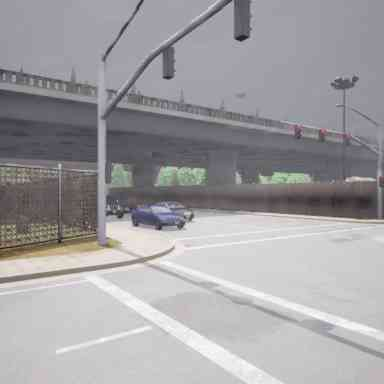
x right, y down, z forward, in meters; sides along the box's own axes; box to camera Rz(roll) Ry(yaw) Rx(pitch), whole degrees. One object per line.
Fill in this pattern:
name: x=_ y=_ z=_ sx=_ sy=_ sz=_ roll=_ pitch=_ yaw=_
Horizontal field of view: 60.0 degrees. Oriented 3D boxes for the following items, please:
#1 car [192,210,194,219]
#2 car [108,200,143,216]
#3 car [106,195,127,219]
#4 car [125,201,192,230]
car: x=-1.729 y=1.547 z=26.817 sx=2.128 sy=1.511 sz=4.902 roll=0 pitch=0 yaw=-36
car: x=-6.903 y=1.619 z=34.068 sx=1.994 sy=1.385 sz=4.181 roll=0 pitch=0 yaw=-36
car: x=-7.988 y=1.277 z=29.557 sx=2.150 sy=2.045 sz=5.566 roll=0 pitch=0 yaw=-36
car: x=-2.330 y=1.581 z=21.677 sx=1.812 sy=1.442 sz=4.674 roll=0 pitch=0 yaw=-38
